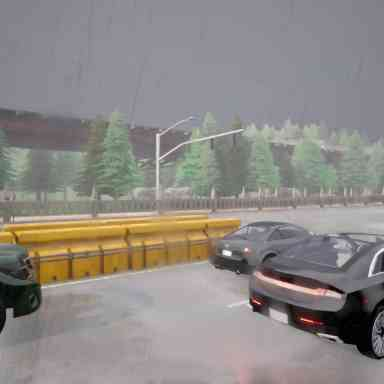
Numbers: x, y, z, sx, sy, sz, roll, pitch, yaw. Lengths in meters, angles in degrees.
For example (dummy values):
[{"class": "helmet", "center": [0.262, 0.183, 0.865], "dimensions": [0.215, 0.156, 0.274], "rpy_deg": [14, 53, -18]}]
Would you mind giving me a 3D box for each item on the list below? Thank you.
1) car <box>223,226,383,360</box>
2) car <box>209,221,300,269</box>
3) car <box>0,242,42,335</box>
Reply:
[{"class": "car", "center": [3.157, 1.492, 5.985], "dimensions": [4.902, 1.511, 2.128], "rpy_deg": [0, 0, -36]}, {"class": "car", "center": [2.547, 1.564, 9.846], "dimensions": [4.181, 1.385, 1.994], "rpy_deg": [0, 0, -36]}, {"class": "car", "center": [-5.079, 1.221, 4.429], "dimensions": [5.566, 2.045, 2.150], "rpy_deg": [0, 0, -35]}]
